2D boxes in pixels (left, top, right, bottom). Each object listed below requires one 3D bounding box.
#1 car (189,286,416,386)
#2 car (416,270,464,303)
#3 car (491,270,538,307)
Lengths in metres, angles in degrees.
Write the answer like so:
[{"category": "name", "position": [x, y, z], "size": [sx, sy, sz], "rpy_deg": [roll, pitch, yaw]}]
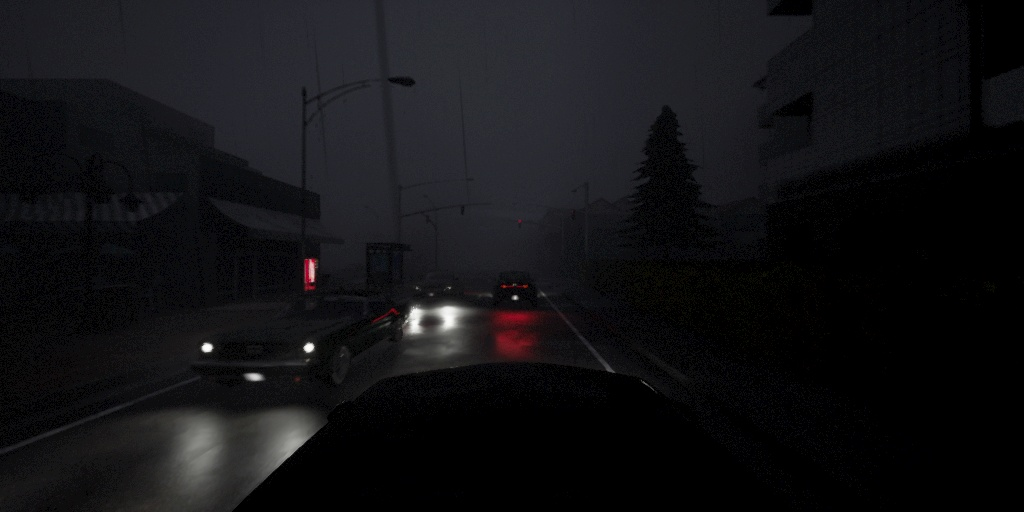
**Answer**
[{"category": "car", "position": [-3.589, 1.398, 7.210], "size": [1.895, 1.301, 4.718], "rpy_deg": [0, 0, 0]}, {"category": "car", "position": [-3.487, 1.415, 17.869], "size": [1.812, 1.442, 4.674], "rpy_deg": [0, 0, 0]}, {"category": "car", "position": [0.113, 1.381, 16.264], "size": [1.837, 1.490, 4.892], "rpy_deg": [0, 0, 0]}]
